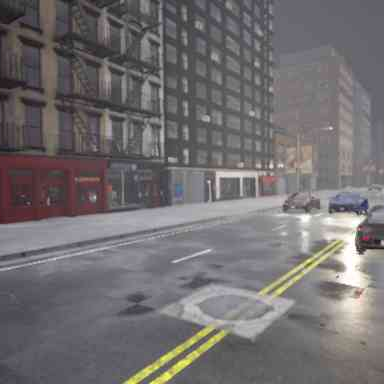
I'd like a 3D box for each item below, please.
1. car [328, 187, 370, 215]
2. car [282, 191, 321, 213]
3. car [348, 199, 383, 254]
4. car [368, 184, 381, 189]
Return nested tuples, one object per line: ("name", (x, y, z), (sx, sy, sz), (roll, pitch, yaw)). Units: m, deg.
("car", (10.720, 0.687, 22.643), (1.882, 1.535, 5.008), (1, 2, 35))
("car", (8.291, 0.696, 24.851), (1.812, 1.442, 4.674), (1, 2, 35))
("car", (6.546, 1.134, 10.753), (1.812, 1.442, 4.674), (1, 2, 35))
("car", (32.258, -0.851, 58.597), (1.812, 1.442, 4.674), (1, 2, 35))
